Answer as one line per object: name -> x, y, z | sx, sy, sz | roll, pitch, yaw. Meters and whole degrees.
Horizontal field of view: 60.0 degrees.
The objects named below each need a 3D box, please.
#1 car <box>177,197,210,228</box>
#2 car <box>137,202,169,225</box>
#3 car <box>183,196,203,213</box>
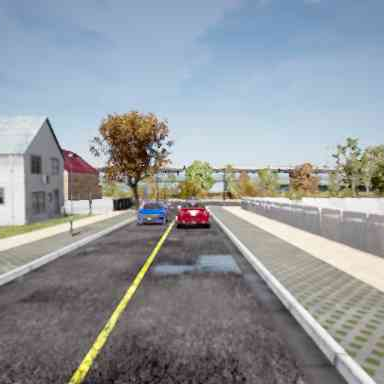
car -> 0.094, 1.332, 22.390 | 2.097, 1.767, 4.553 | 0, 0, 0
car -> -2.753, 1.462, 24.034 | 1.882, 1.535, 5.008 | 0, 0, 0
car -> 0.095, 1.336, 37.673 | 2.097, 1.767, 4.553 | 0, 0, 0
